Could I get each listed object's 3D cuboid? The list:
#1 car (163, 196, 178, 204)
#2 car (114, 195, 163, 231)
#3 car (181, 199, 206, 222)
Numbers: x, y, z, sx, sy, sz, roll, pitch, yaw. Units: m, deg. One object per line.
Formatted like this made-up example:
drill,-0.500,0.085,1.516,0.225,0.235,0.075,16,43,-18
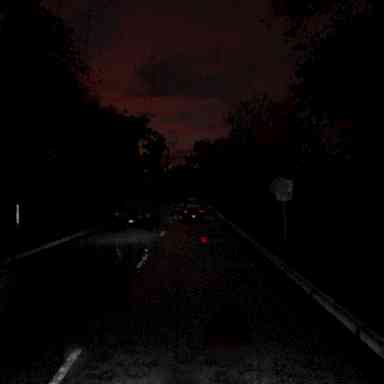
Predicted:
car,-4.303,1.478,64.095,2.128,1.511,4.902,2,0,-26
car,-3.338,1.248,21.007,2.150,2.045,5.566,0,0,0
car,0.112,1.556,26.256,1.812,1.442,4.674,0,0,0
